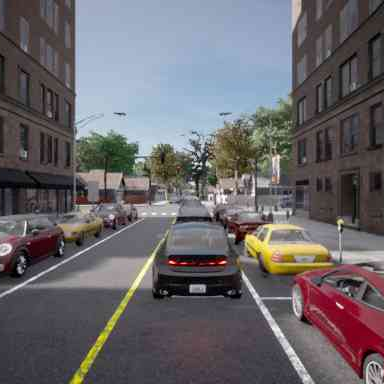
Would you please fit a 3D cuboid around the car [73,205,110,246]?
[{"bbox_3d":[-5.379,1.531,15.291,1.752,1.417,4.829,0,0,0],"label":"car"}]

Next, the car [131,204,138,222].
[{"bbox_3d":[-5.370,1.594,26.499,1.802,1.307,4.206,0,0,0],"label":"car"}]

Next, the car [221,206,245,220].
[{"bbox_3d":[2.646,1.550,15.458,1.887,1.381,4.507,0,0,0],"label":"car"}]

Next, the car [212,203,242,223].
[{"bbox_3d":[2.655,1.578,26.494,1.947,1.339,4.313,0,0,0],"label":"car"}]

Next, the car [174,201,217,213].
[{"bbox_3d":[0.112,1.484,17.942,1.882,1.535,5.008,0,0,0],"label":"car"}]

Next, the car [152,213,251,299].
[{"bbox_3d":[0.107,1.507,8.458,1.837,1.490,4.892,0,0,0],"label":"car"}]

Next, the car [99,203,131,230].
[{"bbox_3d":[-5.375,1.449,20.980,1.967,1.590,4.097,0,0,0],"label":"car"}]

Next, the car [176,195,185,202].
[{"bbox_3d":[-3.012,1.621,85.285,2.128,1.511,4.902,0,0,0],"label":"car"}]

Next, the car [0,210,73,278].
[{"bbox_3d":[-5.383,1.443,9.943,1.967,1.590,4.097,0,0,0],"label":"car"}]

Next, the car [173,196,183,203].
[{"bbox_3d":[-2.988,1.571,72.069,1.837,1.490,4.892,0,0,0],"label":"car"}]

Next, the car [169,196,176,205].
[{"bbox_3d":[-3.065,1.578,61.046,1.812,1.442,4.674,0,0,2],"label":"car"}]

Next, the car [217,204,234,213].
[{"bbox_3d":[2.651,1.591,20.976,1.802,1.307,4.206,0,0,0],"label":"car"}]

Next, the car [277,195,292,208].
[{"bbox_3d":[14.287,1.456,46.210,4.674,1.442,1.812,0,0,-2],"label":"car"}]

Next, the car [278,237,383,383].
[{"bbox_3d":[2.638,1.582,4.421,1.802,1.307,4.206,0,0,0],"label":"car"}]

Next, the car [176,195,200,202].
[{"bbox_3d":[0.019,1.364,26.997,2.097,1.767,4.553,0,0,0],"label":"car"}]

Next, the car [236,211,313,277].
[{"bbox_3d":[2.642,1.528,10.110,1.752,1.417,4.829,0,0,0],"label":"car"}]
